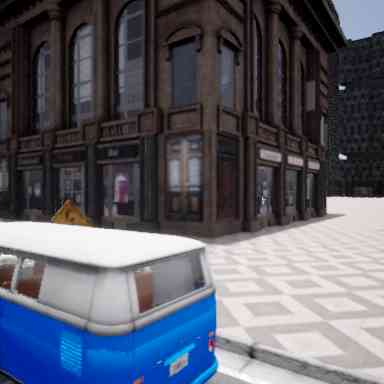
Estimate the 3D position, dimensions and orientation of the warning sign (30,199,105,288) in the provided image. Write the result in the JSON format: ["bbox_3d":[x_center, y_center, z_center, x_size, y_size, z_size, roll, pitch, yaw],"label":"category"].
[{"bbox_3d":[-2.932,1.107,7.886,1.060,1.860,1.300,0,0,35],"label":"warning sign"}]

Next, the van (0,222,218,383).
[{"bbox_3d":[-1.626,1.337,4.123,3.998,1.788,1.690,0,0,35],"label":"van"}]
